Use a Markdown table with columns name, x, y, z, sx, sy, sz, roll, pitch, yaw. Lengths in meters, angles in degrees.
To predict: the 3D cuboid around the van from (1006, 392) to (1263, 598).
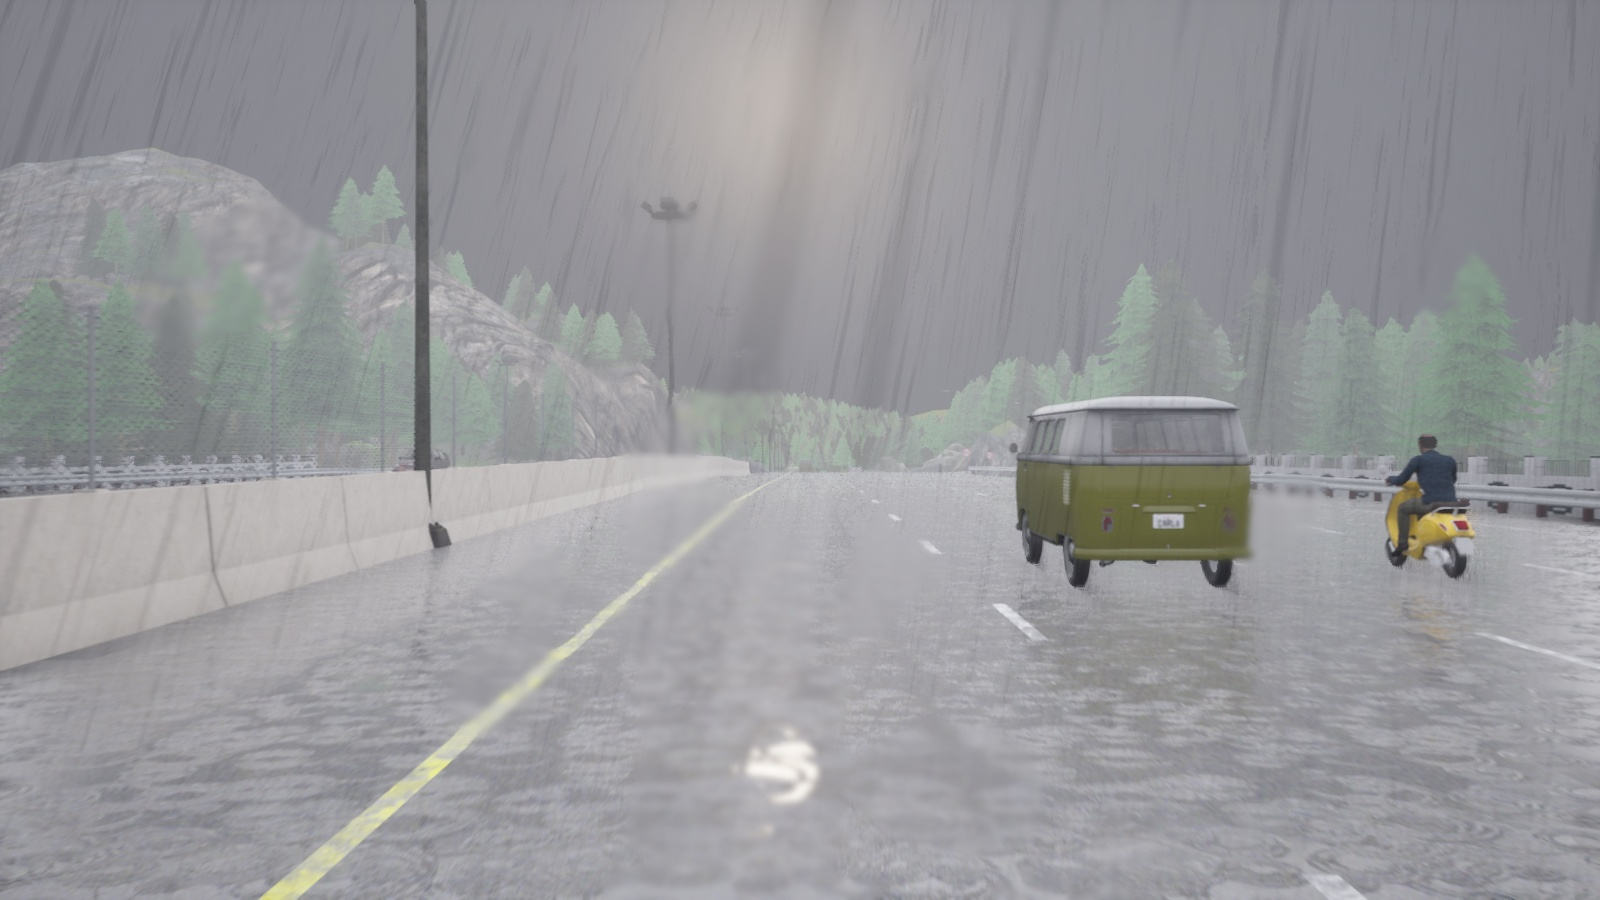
| name | x | y | z | sx | sy | sz | roll | pitch | yaw |
| --- | --- | --- | --- | --- | --- | --- | --- | --- | --- |
| van | 3.597 | 0.421 | 14.356 | 1.775 | 1.987 | 4.442 | 0 | 0 | 0 |

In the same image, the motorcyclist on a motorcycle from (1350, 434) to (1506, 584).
| name | x | y | z | sx | sy | sz | roll | pitch | yaw |
| --- | --- | --- | --- | --- | --- | --- | --- | --- | --- |
| motorcyclist on a motorcycle | 7.097 | 0.625 | 14.304 | 0.866 | 1.590 | 1.817 | 0 | 0 | 0 |

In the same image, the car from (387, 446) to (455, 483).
| name | x | y | z | sx | sy | sz | roll | pitch | yaw |
| --- | --- | --- | --- | --- | --- | --- | --- | --- | --- |
| car | -17.161 | 0.639 | 56.988 | 1.851 | 1.617 | 3.988 | 0 | -1 | 0 |
